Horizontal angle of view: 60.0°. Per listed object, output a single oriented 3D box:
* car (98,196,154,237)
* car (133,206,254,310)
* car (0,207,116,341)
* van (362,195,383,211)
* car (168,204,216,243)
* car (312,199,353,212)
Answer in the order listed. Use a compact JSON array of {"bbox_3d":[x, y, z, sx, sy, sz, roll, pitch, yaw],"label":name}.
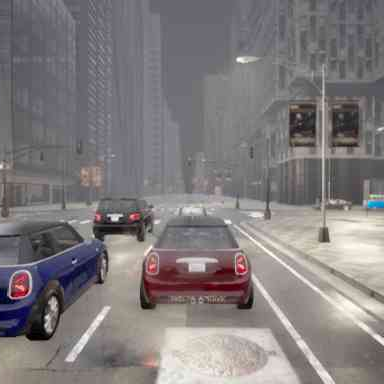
[{"bbox_3d":[-3.181,1.210,16.372,2.150,2.045,5.566,0,0,0],"label":"car"},{"bbox_3d":[0.085,1.346,7.979,2.097,1.767,4.553,0,0,0],"label":"car"},{"bbox_3d":[-3.163,1.347,6.660,2.097,1.767,4.553,0,0,0],"label":"car"},{"bbox_3d":[21.423,1.264,37.565,3.998,1.788,1.690,0,0,0],"label":"van"},{"bbox_3d":[0.057,1.479,17.166,2.128,1.511,4.902,0,0,2],"label":"car"},{"bbox_3d":[15.805,1.485,37.579,4.403,1.369,2.008,0,0,0],"label":"car"}]
